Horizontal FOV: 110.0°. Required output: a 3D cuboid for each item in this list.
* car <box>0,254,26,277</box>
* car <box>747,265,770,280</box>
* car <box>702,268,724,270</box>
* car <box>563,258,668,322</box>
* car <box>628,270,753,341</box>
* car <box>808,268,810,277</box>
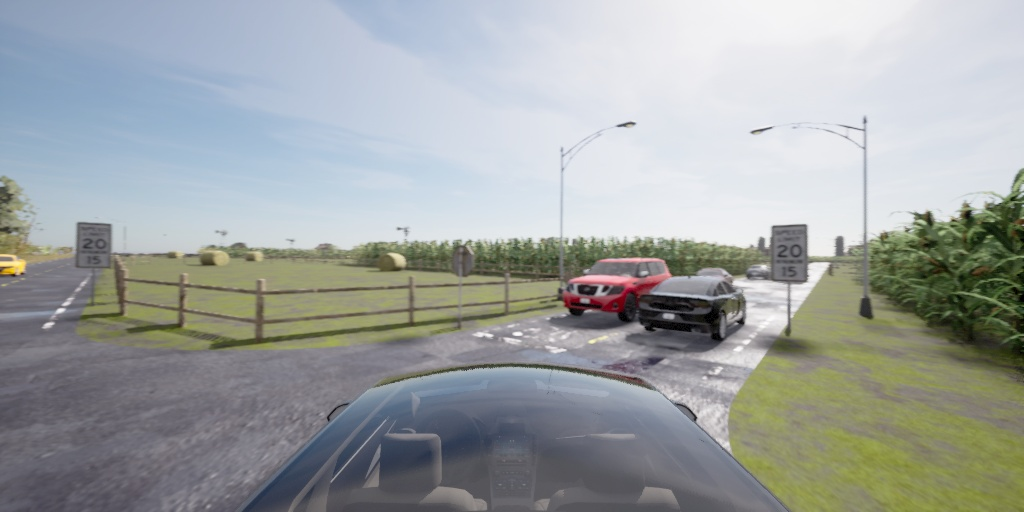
[{"bbox_3d":[-36.152,0.643,25.296,5.008,1.535,1.882,1,0,42],"label":"car"},{"bbox_3d":[26.168,1.702,37.943,2.128,1.511,4.902,0,-1,42],"label":"car"},{"bbox_3d":[12.973,1.535,23.253,1.812,1.442,4.674,0,-1,42],"label":"car"},{"bbox_3d":[4.134,1.088,13.330,2.150,2.045,5.566,0,-1,42],"label":"car"},{"bbox_3d":[5.420,1.325,10.485,1.882,1.535,5.008,0,-1,42],"label":"car"},{"bbox_3d":[32.968,1.799,41.406,1.812,1.442,4.674,0,-1,42],"label":"car"}]
